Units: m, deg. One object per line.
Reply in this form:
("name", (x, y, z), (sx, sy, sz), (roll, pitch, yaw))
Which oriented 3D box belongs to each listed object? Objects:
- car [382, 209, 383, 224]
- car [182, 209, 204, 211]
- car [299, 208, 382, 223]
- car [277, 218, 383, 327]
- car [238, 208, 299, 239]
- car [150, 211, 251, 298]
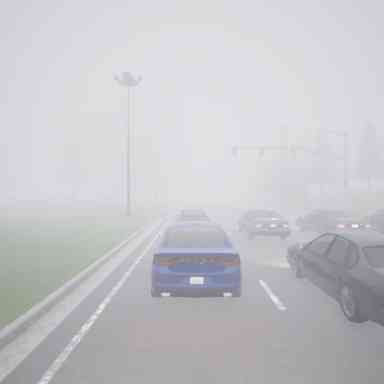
("car", (10.537, 1.547, 17.082), (2.033, 1.411, 5.357), (0, 0, 2))
("car", (0.068, 1.564, 17.385), (1.994, 1.385, 4.181), (0, 0, 0))
("car", (7.101, 1.547, 17.222), (2.033, 1.411, 5.357), (0, 0, -3))
("car", (3.590, 1.547, 7.086), (2.033, 1.411, 5.357), (0, 0, 0))
("car", (3.567, 1.547, 17.227), (2.033, 1.411, 5.357), (0, 0, 0))
("car", (0.086, 1.478, 8.596), (1.882, 1.535, 5.008), (0, 0, 0))
